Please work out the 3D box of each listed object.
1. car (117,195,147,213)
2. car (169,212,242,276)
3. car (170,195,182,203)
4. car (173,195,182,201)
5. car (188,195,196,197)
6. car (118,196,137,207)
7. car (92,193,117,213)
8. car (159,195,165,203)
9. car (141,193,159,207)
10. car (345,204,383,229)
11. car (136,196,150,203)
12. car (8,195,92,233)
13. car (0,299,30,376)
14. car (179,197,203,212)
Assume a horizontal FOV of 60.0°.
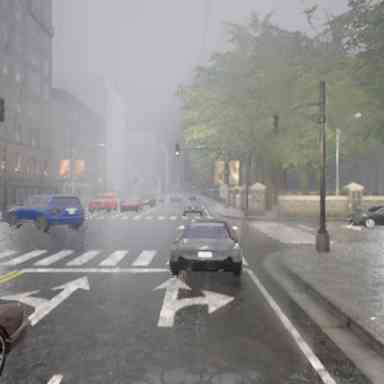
[{"bbox_3d":[-6.588,1.440,36.941,1.882,1.535,5.008,0,0,0],"label":"car"},{"bbox_3d":[0.502,1.557,10.443,1.994,1.385,4.181,0,0,5],"label":"car"},{"bbox_3d":[-3.254,1.409,65.288,2.128,1.511,4.902,0,0,0],"label":"car"},{"bbox_3d":[-3.254,1.404,75.733,1.895,1.301,4.718,0,0,0],"label":"car"},{"bbox_3d":[-0.003,1.421,65.290,1.837,1.490,4.892,0,0,0],"label":"car"},{"bbox_3d":[-9.808,1.417,50.943,1.882,1.535,5.008,0,0,0],"label":"car"},{"bbox_3d":[-9.850,1.183,37.438,2.150,2.045,5.566,0,0,-1],"label":"car"},{"bbox_3d":[-6.504,1.408,65.764,2.128,1.511,4.902,0,0,0],"label":"car"},{"bbox_3d":[-6.564,1.162,48.616,2.150,2.045,5.566,0,1,1],"label":"car"},{"bbox_3d":[12.511,1.559,21.534,4.892,1.490,1.837,0,0,-1],"label":"car"},{"bbox_3d":[-9.755,1.451,66.552,2.033,1.411,5.357,0,0,0],"label":"car"},{"bbox_3d":[-8.638,1.188,19.593,5.566,2.045,2.150,0,-1,38],"label":"car"},{"bbox_3d":[-3.149,1.546,2.104,2.033,1.411,5.357,0,0,0],"label":"car"},{"bbox_3d":[0.097,1.516,32.670,2.033,1.411,5.357,0,0,0],"label":"car"}]
